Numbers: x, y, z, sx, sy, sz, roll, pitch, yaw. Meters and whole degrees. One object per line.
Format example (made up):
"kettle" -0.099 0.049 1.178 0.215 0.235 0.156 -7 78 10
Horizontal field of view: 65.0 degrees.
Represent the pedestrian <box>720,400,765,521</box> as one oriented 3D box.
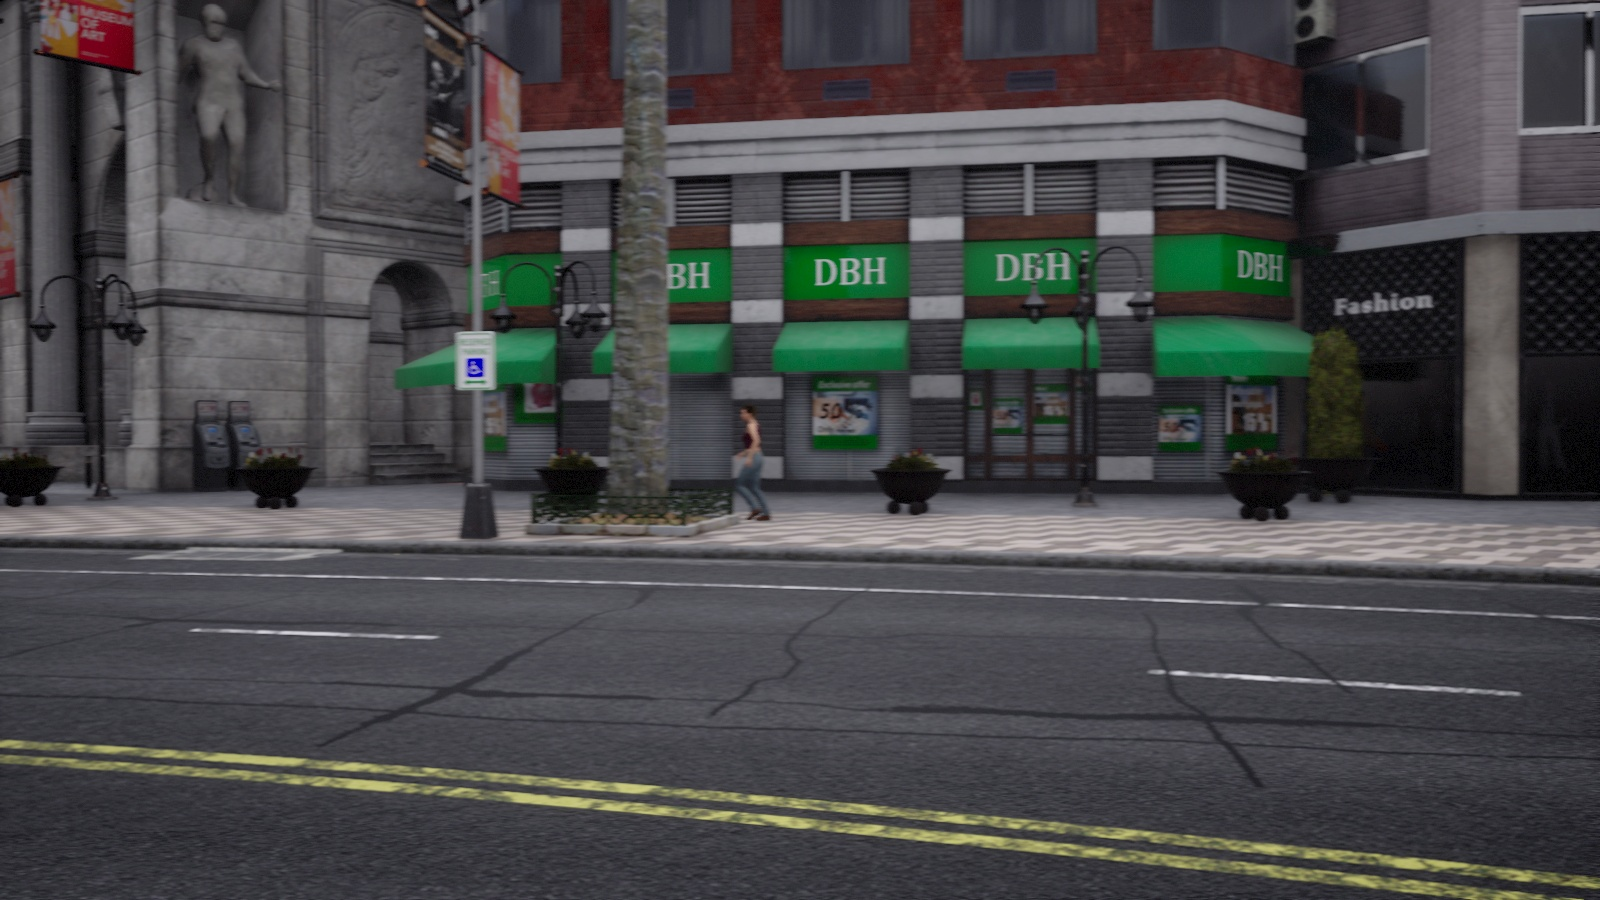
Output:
"pedestrian" -0.885 0.150 19.341 0.594 1.836 0.345 1 1 18
